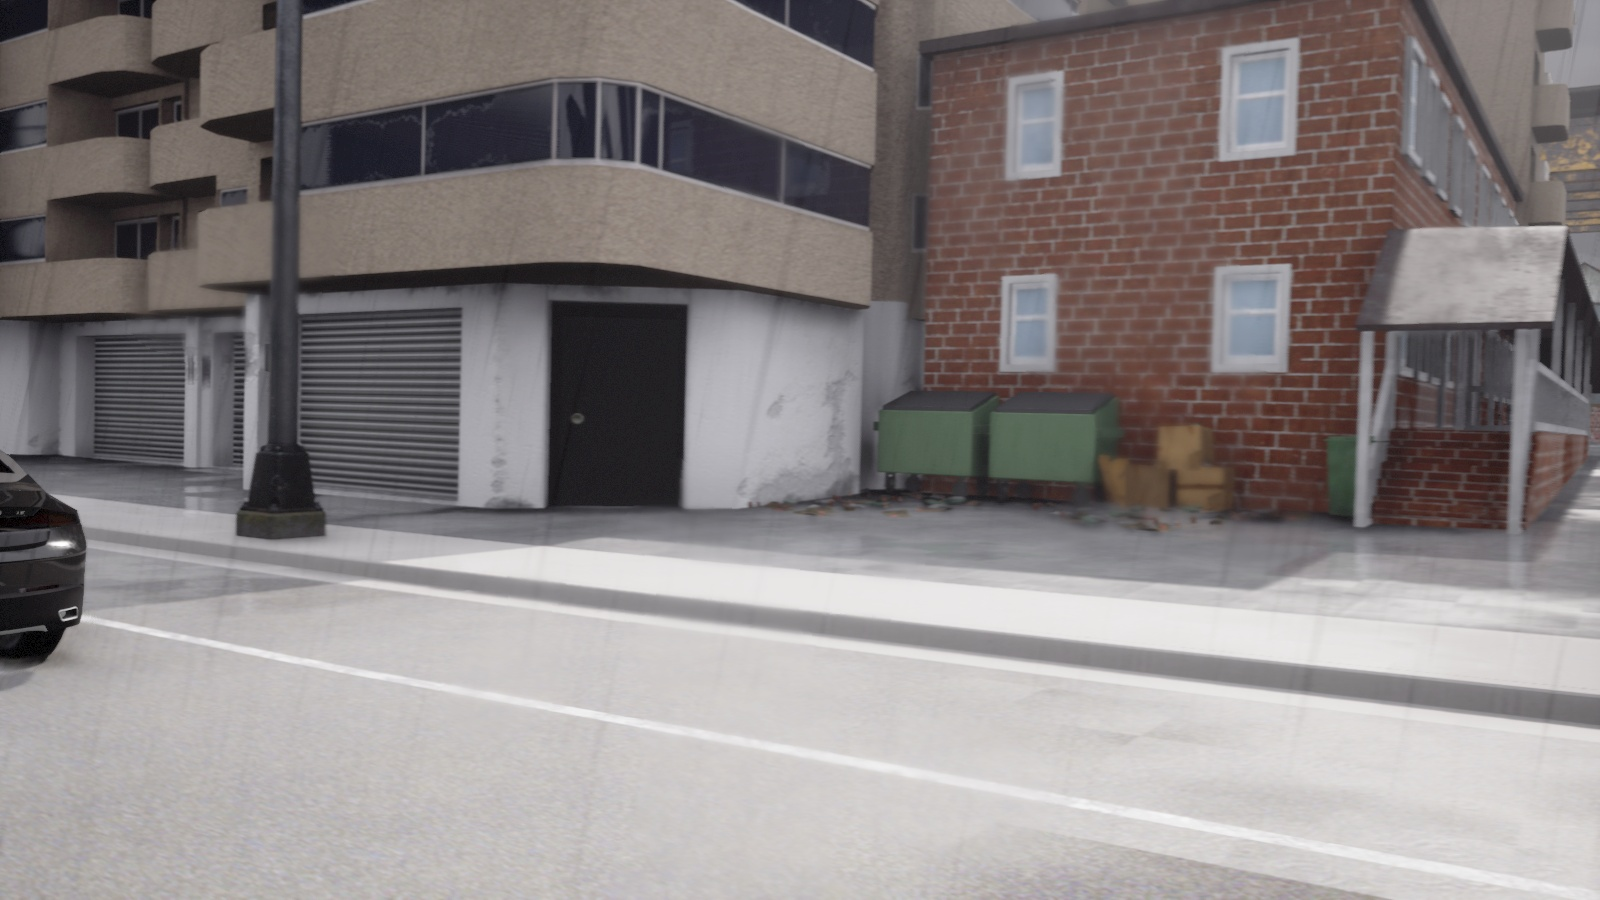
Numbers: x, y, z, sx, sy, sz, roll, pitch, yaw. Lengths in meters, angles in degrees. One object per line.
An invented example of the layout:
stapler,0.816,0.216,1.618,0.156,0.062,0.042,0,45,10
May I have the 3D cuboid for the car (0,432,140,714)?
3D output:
car,-6.378,0.631,7.861,4.892,1.490,1.837,1,1,34
